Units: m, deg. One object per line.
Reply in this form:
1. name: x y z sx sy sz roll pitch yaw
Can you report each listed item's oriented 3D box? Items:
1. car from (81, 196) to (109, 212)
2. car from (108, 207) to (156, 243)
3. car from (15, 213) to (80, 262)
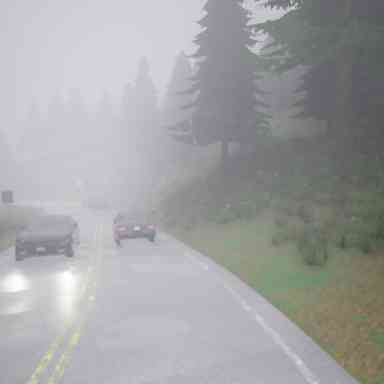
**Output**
1. car: -11.154 1.221 38.085 2.128 1.511 4.902 -4 11 -39
2. car: -3.007 1.636 16.738 2.033 1.411 5.357 -2 0 -15
3. car: -5.620 1.638 13.378 1.882 1.535 5.008 -2 0 -15
